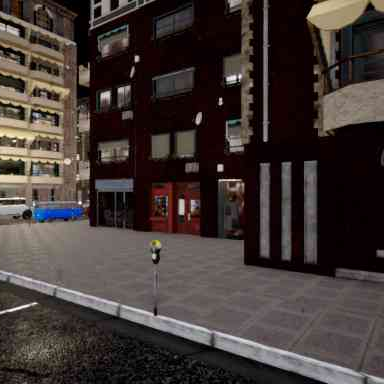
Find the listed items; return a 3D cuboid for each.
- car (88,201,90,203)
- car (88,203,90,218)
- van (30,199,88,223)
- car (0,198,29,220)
[{"bbox_3d":[-11.408,2.079,38.635,1.994,1.385,4.181,0,-1,35],"label":"car"},{"bbox_3d":[-8.306,2.037,33.083,1.947,1.339,4.313,-1,-2,35],"label":"car"},{"bbox_3d":[-11.375,1.706,28.473,1.690,1.788,3.998,-1,-2,35],"label":"van"},{"bbox_3d":[-17.156,1.546,30.576,2.150,2.045,5.566,0,-1,34],"label":"car"}]
